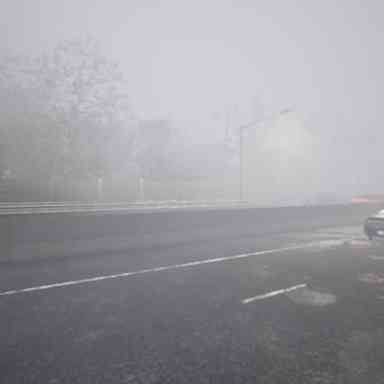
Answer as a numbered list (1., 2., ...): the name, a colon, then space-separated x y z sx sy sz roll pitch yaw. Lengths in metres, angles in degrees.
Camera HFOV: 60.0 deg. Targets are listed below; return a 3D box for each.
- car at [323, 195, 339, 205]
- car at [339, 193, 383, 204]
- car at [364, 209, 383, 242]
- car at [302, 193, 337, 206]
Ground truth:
1. car: 17.566 1.378 38.001 4.892 1.490 1.837 0 0 -35
2. car: 17.827 1.102 33.896 5.566 2.045 2.150 0 0 -35
3. car: 9.644 1.434 14.922 4.902 1.511 2.128 0 0 -36
4. car: 15.991 1.094 41.172 5.566 2.045 2.150 0 0 -35
